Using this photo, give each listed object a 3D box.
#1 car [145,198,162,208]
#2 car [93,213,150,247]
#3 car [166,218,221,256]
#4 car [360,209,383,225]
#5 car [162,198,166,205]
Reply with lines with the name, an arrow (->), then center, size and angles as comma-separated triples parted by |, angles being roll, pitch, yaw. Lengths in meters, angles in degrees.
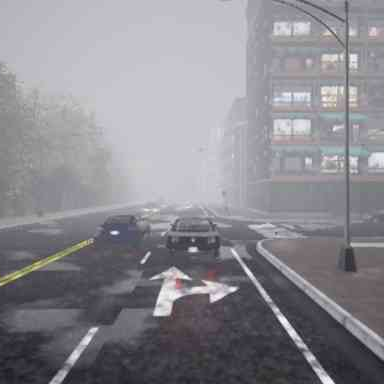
car -> -6.578, 1.941, 54.447 | 1.895, 1.301, 4.718 | 0, 0, 0
car -> -3.170, 1.683, 15.683 | 1.994, 1.385, 4.181 | 0, -1, 0
car -> 0.062, 1.690, 13.499 | 1.895, 1.301, 4.718 | 0, -1, 0
car -> 16.296, 2.032, 27.698 | 4.206, 1.307, 1.802 | 1, -1, 0
car -> -6.507, 1.962, 70.101 | 1.812, 1.442, 4.674 | 0, 0, 0
